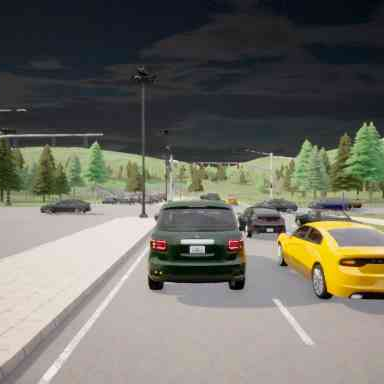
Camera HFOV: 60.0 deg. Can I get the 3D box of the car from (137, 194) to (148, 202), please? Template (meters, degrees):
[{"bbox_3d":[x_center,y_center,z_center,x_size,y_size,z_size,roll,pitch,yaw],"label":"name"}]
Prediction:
[{"bbox_3d":[-11.602,1.355,78.146,2.097,1.767,4.553,0,0,0],"label":"car"}]

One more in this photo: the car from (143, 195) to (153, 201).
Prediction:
[{"bbox_3d":[-11.613,1.552,88.158,1.994,1.385,4.181,0,0,0],"label":"car"}]

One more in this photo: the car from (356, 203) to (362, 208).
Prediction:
[{"bbox_3d":[18.453,1.601,41.423,4.718,1.301,1.895,0,0,1],"label":"car"}]

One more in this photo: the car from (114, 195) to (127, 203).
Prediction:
[{"bbox_3d":[-15.091,1.500,70.287,1.837,1.490,4.892,0,0,0],"label":"car"}]

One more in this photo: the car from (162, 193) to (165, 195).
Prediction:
[{"bbox_3d":[-8.102,1.552,78.126,1.994,1.385,4.181,0,0,0],"label":"car"}]

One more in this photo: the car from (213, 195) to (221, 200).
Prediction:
[{"bbox_3d":[6.909,1.540,93.026,2.033,1.411,5.357,0,0,1],"label":"car"}]

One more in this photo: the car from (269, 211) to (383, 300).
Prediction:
[{"bbox_3d":[3.589,1.478,8.466,1.882,1.535,5.008,0,0,0],"label":"car"}]

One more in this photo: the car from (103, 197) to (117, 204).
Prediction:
[{"bbox_3d":[-15.132,1.564,61.615,1.994,1.385,4.181,0,0,0],"label":"car"}]

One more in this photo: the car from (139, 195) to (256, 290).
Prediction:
[{"bbox_3d":[0.091,1.221,9.212,2.150,2.045,5.566,0,0,0],"label":"car"}]

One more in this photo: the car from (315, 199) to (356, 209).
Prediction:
[{"bbox_3d":[19.314,1.601,44.913,4.718,1.301,1.895,0,0,1],"label":"car"}]

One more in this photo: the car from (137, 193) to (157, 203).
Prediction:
[{"bbox_3d":[-8.142,1.491,60.537,2.128,1.511,4.902,0,0,0],"label":"car"}]

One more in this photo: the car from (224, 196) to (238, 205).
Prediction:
[{"bbox_3d":[6.848,1.477,58.677,1.882,1.535,5.008,0,0,1],"label":"car"}]

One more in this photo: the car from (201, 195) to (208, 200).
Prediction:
[{"bbox_3d":[3.410,1.500,93.215,1.837,1.490,4.892,0,0,1],"label":"car"}]

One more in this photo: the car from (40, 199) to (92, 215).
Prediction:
[{"bbox_3d":[-12.557,1.505,33.192,4.892,1.490,1.837,0,0,-2],"label":"car"}]

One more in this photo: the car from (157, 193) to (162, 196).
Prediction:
[{"bbox_3d":[-8.090,1.355,69.618,2.097,1.767,4.553,0,0,0],"label":"car"}]

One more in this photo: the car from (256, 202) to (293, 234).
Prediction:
[{"bbox_3d":[3.580,1.505,17.691,1.837,1.490,4.892,0,0,0],"label":"car"}]

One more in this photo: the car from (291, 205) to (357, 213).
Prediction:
[{"bbox_3d":[7.080,1.601,17.864,1.895,1.301,4.718,0,0,0],"label":"car"}]

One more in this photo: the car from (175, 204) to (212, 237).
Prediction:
[{"bbox_3d":[0.079,1.505,19.069,1.837,1.490,4.892,0,0,0],"label":"car"}]

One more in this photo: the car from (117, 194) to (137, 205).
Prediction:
[{"bbox_3d":[-11.687,1.526,60.189,1.812,1.442,4.674,0,0,1],"label":"car"}]

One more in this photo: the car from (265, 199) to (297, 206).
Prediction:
[{"bbox_3d":[8.343,1.504,34.270,4.892,1.490,1.837,0,0,-2],"label":"car"}]

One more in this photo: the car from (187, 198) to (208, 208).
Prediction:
[{"bbox_3d":[0.725,1.564,48.124,1.994,1.385,4.181,0,0,-16],"label":"car"}]

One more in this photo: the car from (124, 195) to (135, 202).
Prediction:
[{"bbox_3d":[-15.105,1.478,80.675,1.882,1.535,5.008,0,0,0],"label":"car"}]

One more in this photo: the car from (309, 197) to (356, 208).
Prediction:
[{"bbox_3d":[15.646,1.352,37.949,4.553,1.767,2.097,0,0,1],"label":"car"}]

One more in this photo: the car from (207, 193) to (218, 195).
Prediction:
[{"bbox_3d":[3.335,1.223,54.188,2.150,2.045,5.566,0,0,2],"label":"car"}]

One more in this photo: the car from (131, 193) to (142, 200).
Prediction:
[{"bbox_3d":[-15.106,1.224,91.217,2.150,2.045,5.566,0,0,0],"label":"car"}]
